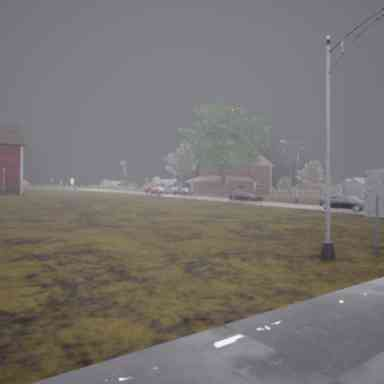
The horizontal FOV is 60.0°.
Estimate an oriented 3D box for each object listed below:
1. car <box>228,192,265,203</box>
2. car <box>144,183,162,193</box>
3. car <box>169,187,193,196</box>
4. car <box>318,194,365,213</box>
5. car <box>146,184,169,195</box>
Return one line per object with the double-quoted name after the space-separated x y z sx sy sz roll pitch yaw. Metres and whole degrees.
6.658 0.642 40.914 1.895 1.301 4.718 0 2 -36 "car"
-7.272 -0.699 65.258 2.150 2.045 5.566 0 2 -36 "car"
-1.585 -0.067 57.410 1.812 1.442 4.674 0 2 -35 "car"
14.085 1.004 30.544 2.128 1.511 4.902 0 2 -36 "car"
-5.720 -0.189 58.355 1.812 1.442 4.674 0 2 -35 "car"
